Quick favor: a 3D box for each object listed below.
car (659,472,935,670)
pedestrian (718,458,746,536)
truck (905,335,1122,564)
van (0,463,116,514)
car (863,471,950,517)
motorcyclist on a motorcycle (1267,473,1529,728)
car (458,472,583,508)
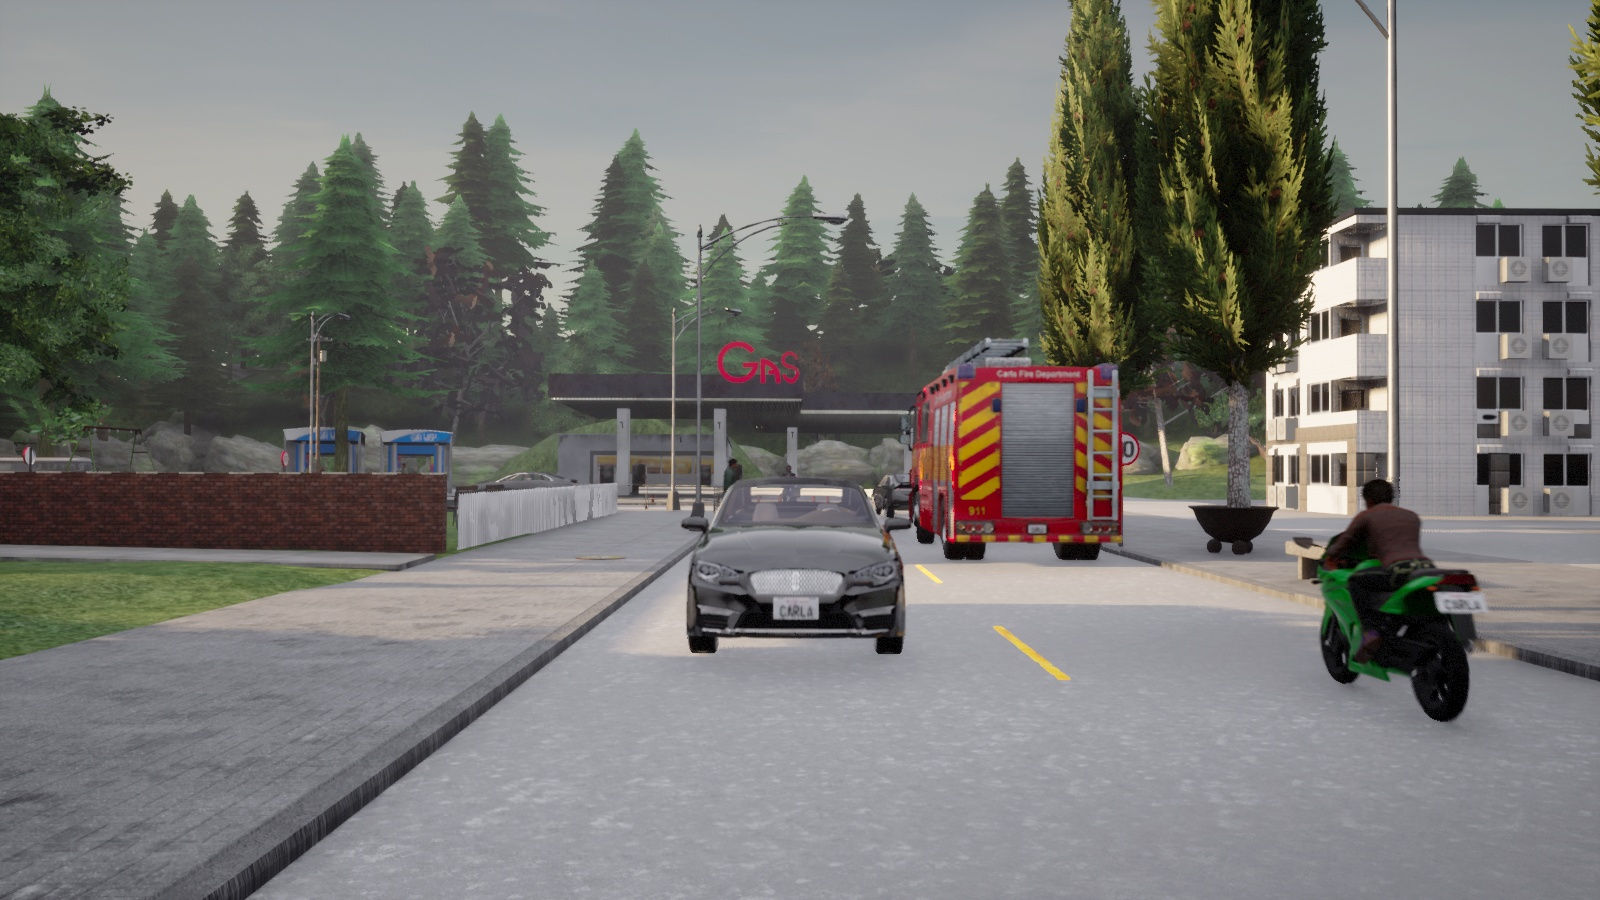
[{"bbox_3d":[-0.028,0.975,12.150,2.128,1.511,4.902,0,-1,0],"label":"car"},{"bbox_3d":[-1.623,1.108,29.982,0.614,1.847,0.353,0,-1,-11],"label":"pedestrian"},{"bbox_3d":[3.940,0.058,25.295,2.891,3.827,8.468,0,-1,0],"label":"truck"},{"bbox_3d":[-29.996,1.525,50.118,4.442,1.987,1.775,0,-1,0],"label":"van"},{"bbox_3d":[3.635,1.491,43.767,2.128,1.511,4.902,0,-1,-6],"label":"car"},{"bbox_3d":[3.981,0.925,8.588,0.797,1.523,2.044,0,-1,0],"label":"motorcyclist on a motorcycle"},{"bbox_3d":[-12.014,1.727,54.198,4.902,1.511,2.128,0,-1,1],"label":"car"}]
